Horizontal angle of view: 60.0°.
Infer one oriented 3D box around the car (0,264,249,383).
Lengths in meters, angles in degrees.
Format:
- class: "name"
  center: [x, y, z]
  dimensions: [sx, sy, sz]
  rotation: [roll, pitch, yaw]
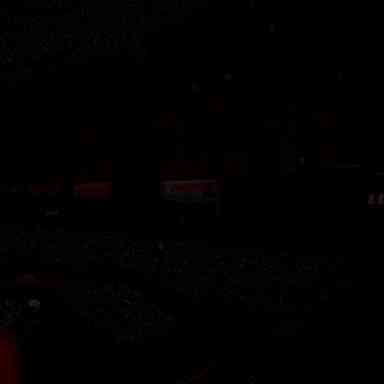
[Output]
- class: "car"
  center: [-1.562, 1.558, 3.931]
  dimensions: [4.507, 1.381, 1.887]
  rotation: [0, -1, 35]
